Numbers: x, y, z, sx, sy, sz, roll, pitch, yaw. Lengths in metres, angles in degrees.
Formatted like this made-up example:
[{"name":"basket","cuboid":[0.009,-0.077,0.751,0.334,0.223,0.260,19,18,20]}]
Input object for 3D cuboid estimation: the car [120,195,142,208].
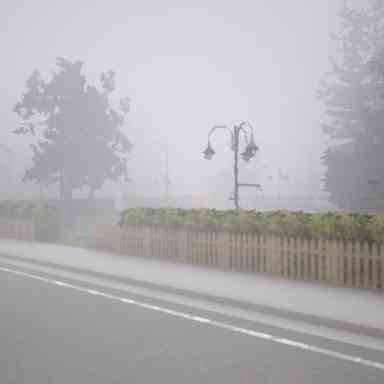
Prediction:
[{"name":"car","cuboid":[-9.781,1.598,57.111,2.150,2.045,5.566,-1,0,35]}]
